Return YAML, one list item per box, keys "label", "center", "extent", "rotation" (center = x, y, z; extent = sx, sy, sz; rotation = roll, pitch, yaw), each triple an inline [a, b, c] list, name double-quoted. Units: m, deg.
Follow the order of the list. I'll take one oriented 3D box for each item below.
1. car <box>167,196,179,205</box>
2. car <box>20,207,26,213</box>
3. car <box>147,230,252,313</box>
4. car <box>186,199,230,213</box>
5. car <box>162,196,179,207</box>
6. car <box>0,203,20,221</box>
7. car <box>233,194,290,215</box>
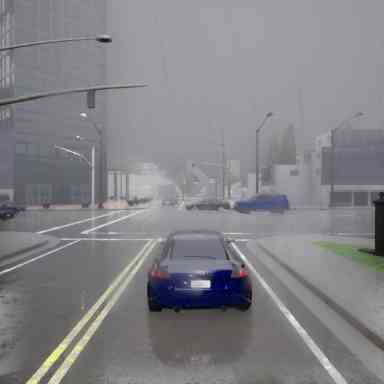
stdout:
- label: "car"
  center: [-3.515, 1.505, 61.651]
  extent: [1.837, 1.490, 4.892]
  rotation: [0, 0, 1]
- label: "car"
  center: [-19.403, 1.745, 33.367]
  extent: [4.718, 1.301, 1.895]
  rotation: [-1, 0, 0]
- label: "car"
  center: [0.091, 1.564, 7.774]
  extent: [1.994, 1.385, 4.181]
  rotation: [0, 0, -2]
- label: "car"
  center: [1.755, 1.513, 37.022]
  extent: [4.892, 1.490, 1.837]
  rotation: [0, 0, 0]
- label: "car"
  center: [-3.565, 1.491, 51.251]
  extent: [2.128, 1.511, 4.902]
  rotation: [0, 0, 0]
- label: "car"
  center: [-16.385, 1.672, 26.190]
  extent: [4.181, 1.385, 1.994]
  rotation: [-1, 0, 0]
- label: "car"
  center: [7.003, 1.223, 33.560]
  extent: [5.566, 2.045, 2.150]
  rotation: [0, 0, 0]
